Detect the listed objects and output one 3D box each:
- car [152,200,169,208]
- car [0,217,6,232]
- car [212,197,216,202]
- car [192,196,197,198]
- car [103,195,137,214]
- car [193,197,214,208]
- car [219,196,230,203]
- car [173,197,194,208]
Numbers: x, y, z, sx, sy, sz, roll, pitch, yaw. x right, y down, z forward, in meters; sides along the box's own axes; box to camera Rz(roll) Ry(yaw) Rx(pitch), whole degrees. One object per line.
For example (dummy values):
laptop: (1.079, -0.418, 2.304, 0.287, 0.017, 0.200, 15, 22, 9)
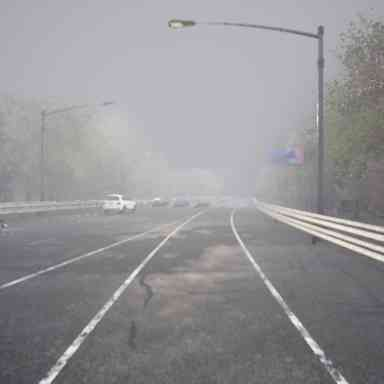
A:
car: (-5.044, 1.878, 54.314, 1.895, 1.301, 4.718, 0, 0, 10)
car: (-11.716, 1.529, 17.085, 1.994, 1.385, 4.181, 0, 0, 10)
car: (5.748, 2.187, 94.693, 2.033, 1.411, 5.357, 0, -1, 10)
car: (0.884, 1.914, 87.394, 2.097, 1.767, 4.553, 0, 0, 10)
car: (-8.053, 1.358, 37.510, 2.150, 2.045, 5.566, 0, 0, 10)
car: (1.821, 1.904, 52.959, 1.895, 1.301, 4.718, 0, 0, 10)
car: (8.478, 2.148, 90.088, 2.128, 1.511, 4.902, 0, -1, 10)
car: (-1.618, 1.838, 53.592, 2.033, 1.411, 5.357, 0, 0, 10)
